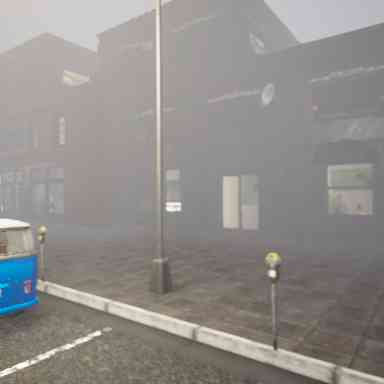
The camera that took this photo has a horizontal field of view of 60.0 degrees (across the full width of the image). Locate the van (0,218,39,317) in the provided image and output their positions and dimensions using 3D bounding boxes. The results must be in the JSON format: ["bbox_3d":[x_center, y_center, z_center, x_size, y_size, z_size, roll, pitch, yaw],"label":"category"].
[{"bbox_3d":[-4.516,1.312,6.113,3.998,1.788,1.690,0,-1,36],"label":"van"}]
